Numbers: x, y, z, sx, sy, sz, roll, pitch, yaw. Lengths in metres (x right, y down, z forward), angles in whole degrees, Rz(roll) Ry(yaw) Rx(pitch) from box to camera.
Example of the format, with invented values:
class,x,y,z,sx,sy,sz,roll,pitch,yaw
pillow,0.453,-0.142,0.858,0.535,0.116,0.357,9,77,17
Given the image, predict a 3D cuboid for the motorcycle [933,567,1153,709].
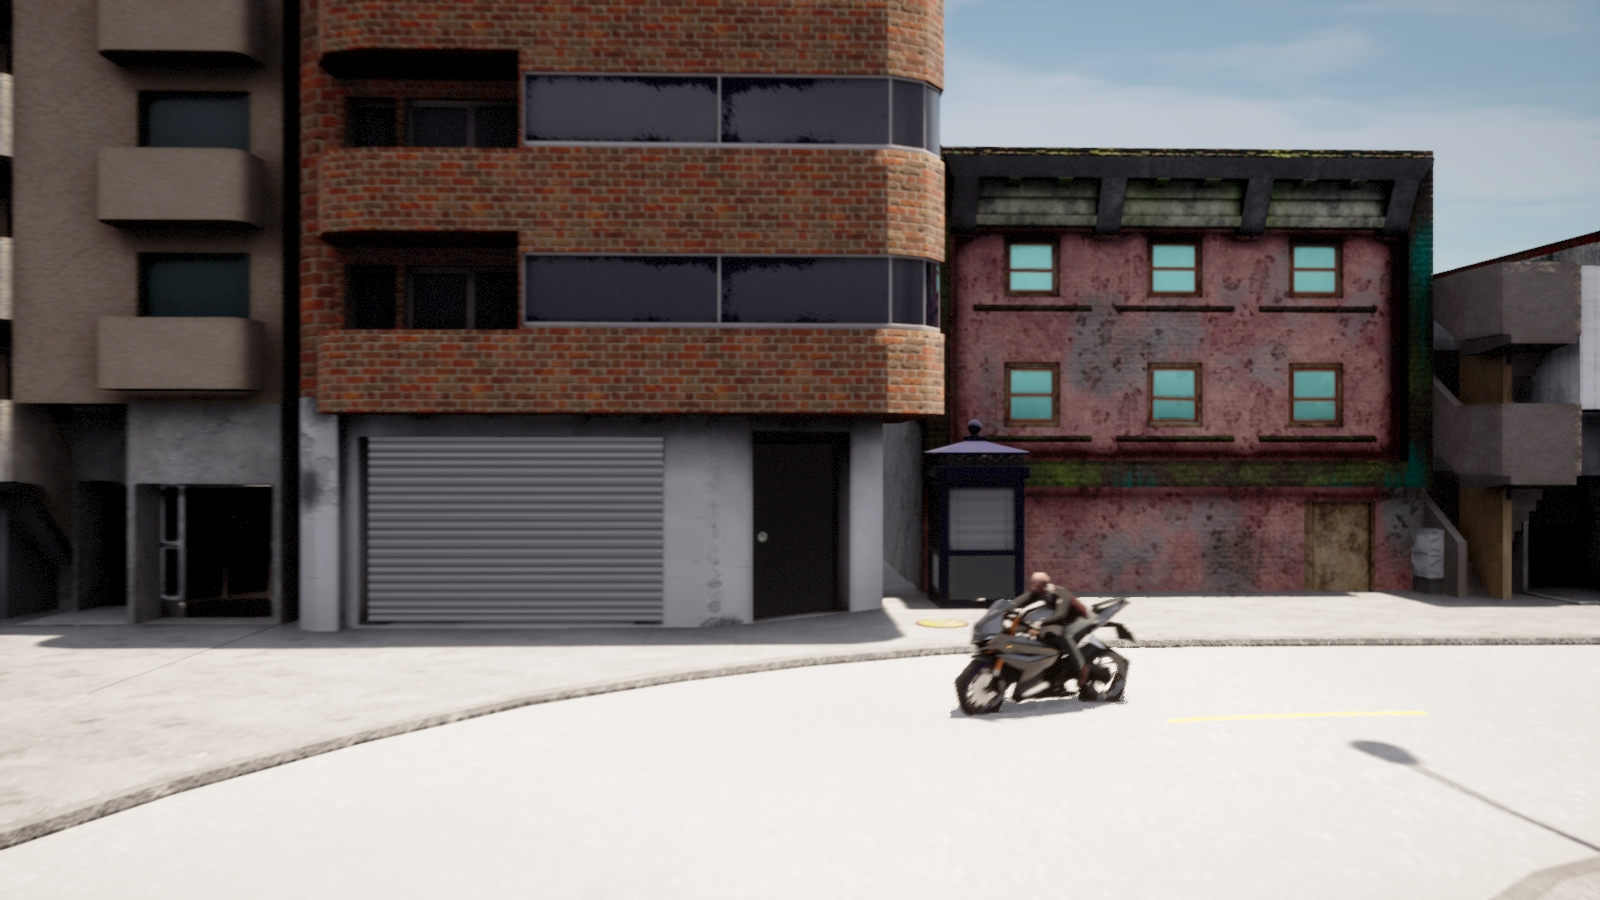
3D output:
class,x,y,z,sx,sy,sz,roll,pitch,yaw
motorcycle,2.638,1.989,12.387,2.209,1.251,0.867,0,1,-23
